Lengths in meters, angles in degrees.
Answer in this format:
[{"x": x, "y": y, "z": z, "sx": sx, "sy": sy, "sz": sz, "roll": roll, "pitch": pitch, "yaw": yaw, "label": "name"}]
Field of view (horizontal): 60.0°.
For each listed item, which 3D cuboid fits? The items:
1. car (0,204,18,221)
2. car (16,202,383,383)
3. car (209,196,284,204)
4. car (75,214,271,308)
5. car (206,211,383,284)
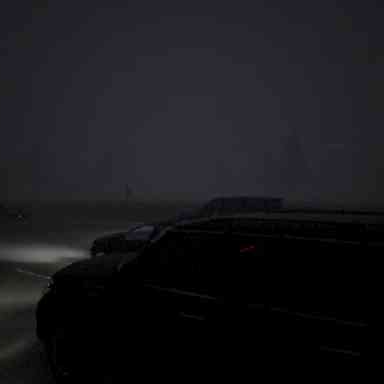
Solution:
[{"x": -15.602, "y": 1.625, "z": 27.543, "sx": 4.718, "sy": 1.301, "sz": 1.895, "roll": 0, "pitch": 0, "yaw": 31, "label": "car"}, {"x": 0.669, "y": 1.225, "z": 3.518, "sx": 5.566, "sy": 2.045, "sz": 2.150, "roll": 0, "pitch": 0, "yaw": 36, "label": "car"}, {"x": 1.766, "y": 1.230, "z": 15.631, "sx": 5.566, "sy": 2.045, "sz": 2.150, "roll": 0, "pitch": 0, "yaw": 36, "label": "car"}, {"x": -0.671, "y": 1.498, "z": 8.771, "sx": 4.902, "sy": 1.511, "sz": 2.128, "roll": 0, "pitch": 0, "yaw": 36, "label": "car"}, {"x": 3.077, "y": 1.496, "z": 10.398, "sx": 4.902, "sy": 1.511, "sz": 2.128, "roll": 0, "pitch": 0, "yaw": 36, "label": "car"}]
